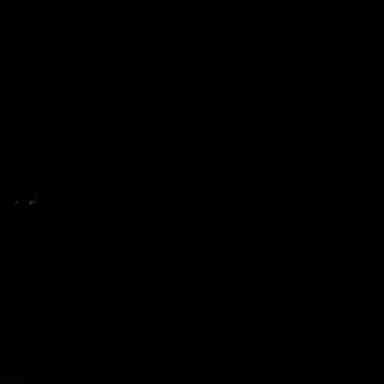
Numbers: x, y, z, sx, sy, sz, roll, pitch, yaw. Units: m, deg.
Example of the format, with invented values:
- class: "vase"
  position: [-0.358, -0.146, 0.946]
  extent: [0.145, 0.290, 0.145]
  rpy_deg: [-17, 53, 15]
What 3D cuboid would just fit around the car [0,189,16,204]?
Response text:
- class: "car"
  position: [-16.609, 0.397, 27.830]
  extent: [1.812, 1.442, 4.674]
  rpy_deg: [5, 4, -2]
